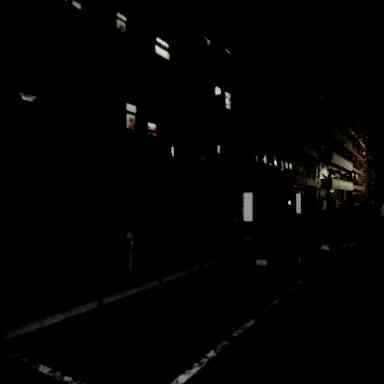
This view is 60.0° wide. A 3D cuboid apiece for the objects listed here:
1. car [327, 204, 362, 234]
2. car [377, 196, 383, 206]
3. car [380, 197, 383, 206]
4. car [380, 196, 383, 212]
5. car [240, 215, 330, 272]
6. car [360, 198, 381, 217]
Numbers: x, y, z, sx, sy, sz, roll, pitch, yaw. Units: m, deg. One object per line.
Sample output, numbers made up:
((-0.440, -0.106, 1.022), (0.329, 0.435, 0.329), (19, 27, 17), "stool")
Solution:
((9.222, 1.706, 20.801), (1.752, 1.417, 4.829), (-1, -1, 33), "car")
((36.804, 1.771, 63.579), (2.192, 1.841, 5.009), (-1, -1, 33), "car")
((39.858, 1.926, 68.314), (1.967, 1.590, 4.097), (-1, -1, 33), "car")
((21.531, 1.620, 39.895), (2.192, 1.841, 5.009), (-1, -1, 33), "car")
((3.205, 1.684, 11.470), (1.947, 1.339, 4.313), (-1, -1, 33), "car")
((18.477, 1.715, 35.157), (1.967, 1.590, 4.097), (-1, -1, 33), "car")
